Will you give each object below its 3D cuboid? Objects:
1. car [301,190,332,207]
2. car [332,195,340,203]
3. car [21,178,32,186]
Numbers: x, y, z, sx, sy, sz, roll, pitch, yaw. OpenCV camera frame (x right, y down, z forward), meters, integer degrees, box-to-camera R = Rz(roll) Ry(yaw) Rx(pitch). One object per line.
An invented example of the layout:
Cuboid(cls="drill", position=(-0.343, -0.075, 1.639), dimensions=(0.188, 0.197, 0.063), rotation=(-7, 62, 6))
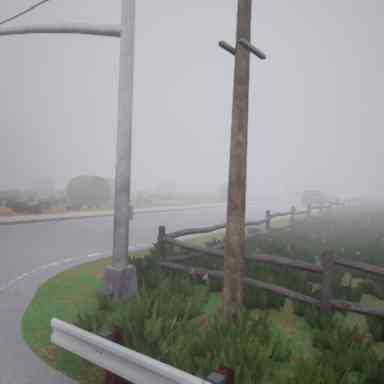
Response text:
Cuboid(cls="car", position=(15.452, 0.806, 41.802), dimensions=(2.150, 2.045, 5.566), rotation=(3, 2, 34))
Cuboid(cls="car", position=(21.205, 1.128, 50.699), dimensions=(1.994, 1.385, 4.181), rotation=(3, 2, 33))
Cuboid(cls="car", position=(-39.133, -2.341, 79.211), dimensions=(1.905, 1.878, 3.866), rotation=(8, 2, -13))
